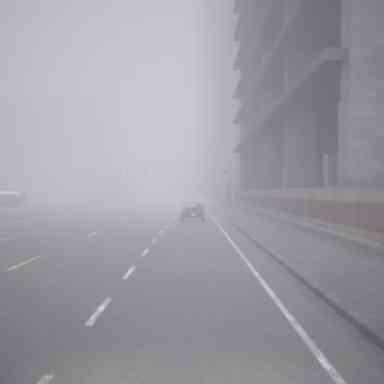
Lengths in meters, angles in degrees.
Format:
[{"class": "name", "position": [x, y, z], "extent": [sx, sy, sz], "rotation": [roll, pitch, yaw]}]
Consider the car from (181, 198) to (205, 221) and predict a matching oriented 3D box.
[{"class": "car", "position": [0.061, 1.503, 27.071], "extent": [1.812, 1.442, 4.674], "rotation": [0, 0, 0]}]
